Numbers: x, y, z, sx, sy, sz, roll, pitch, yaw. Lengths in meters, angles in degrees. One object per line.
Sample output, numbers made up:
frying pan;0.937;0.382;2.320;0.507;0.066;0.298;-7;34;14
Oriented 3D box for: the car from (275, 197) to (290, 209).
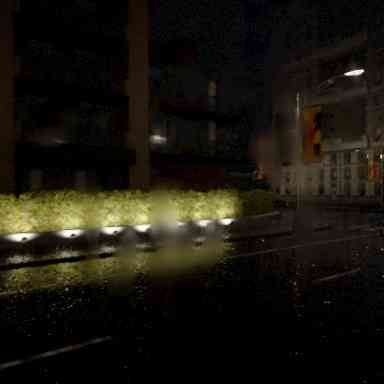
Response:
car;9.937;1.306;41.426;2.128;1.511;4.902;0;0;-35
